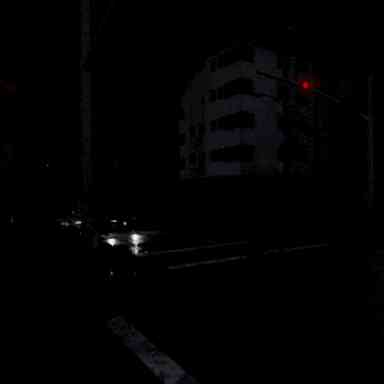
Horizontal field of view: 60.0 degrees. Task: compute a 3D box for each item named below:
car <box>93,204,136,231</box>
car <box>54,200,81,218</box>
[{"bbox_3d":[-5.232,1.600,21.537,1.837,1.490,4.892,-1,0,-33],"label":"car"},{"bbox_3d":[-11.936,1.581,32.035,2.128,1.511,4.902,-1,0,-32],"label":"car"}]
